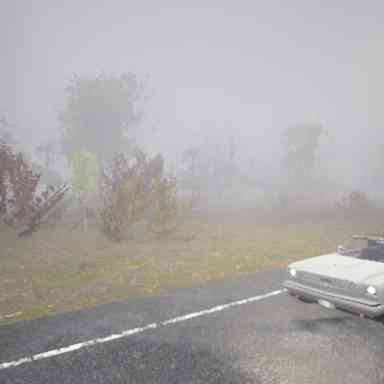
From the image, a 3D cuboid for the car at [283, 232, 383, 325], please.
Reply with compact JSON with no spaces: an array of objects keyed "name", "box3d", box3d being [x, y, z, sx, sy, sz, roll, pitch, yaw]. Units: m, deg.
[{"name":"car","box3d":[4.060,1.587,6.952,4.718,1.301,1.895,0,0,-36]}]
